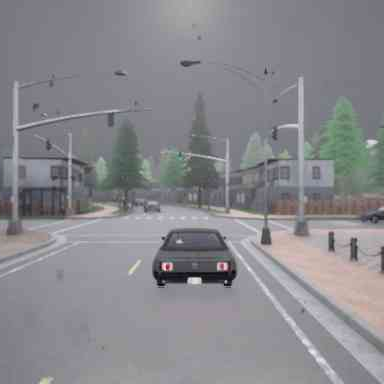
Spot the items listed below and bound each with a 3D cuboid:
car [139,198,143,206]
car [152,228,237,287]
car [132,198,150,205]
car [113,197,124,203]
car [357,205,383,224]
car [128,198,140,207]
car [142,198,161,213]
[{"bbox_3d":[-6.307,1.873,50.141,2.033,1.411,5.357,0,0,-14],"label":"car"},{"bbox_3d":[0.061,1.670,9.494,1.895,1.301,4.718,0,0,0],"label":"car"},{"bbox_3d":[-10.741,2.008,70.058,1.994,1.385,4.181,0,-1,-36],"label":"car"},{"bbox_3d":[-16.719,1.882,78.139,1.812,1.442,4.674,0,-1,-45],"label":"car"},{"bbox_3d":[15.493,1.698,26.110,4.674,1.442,1.812,0,0,1],"label":"car"},{"bbox_3d":[-9.495,1.898,59.601,1.837,1.490,4.892,0,0,-23],"label":"car"},{"bbox_3d":[-4.814,1.783,40.566,1.812,1.442,4.674,0,0,-6],"label":"car"}]
